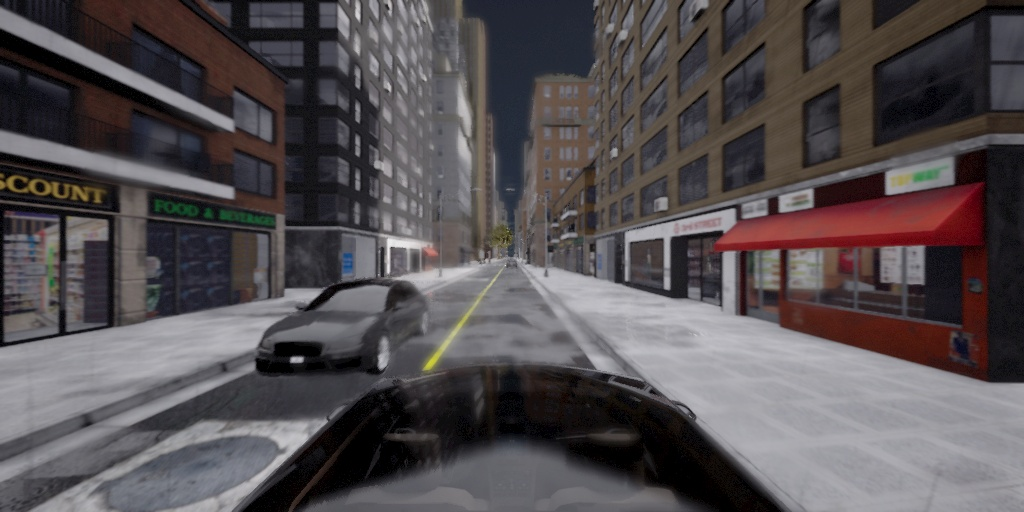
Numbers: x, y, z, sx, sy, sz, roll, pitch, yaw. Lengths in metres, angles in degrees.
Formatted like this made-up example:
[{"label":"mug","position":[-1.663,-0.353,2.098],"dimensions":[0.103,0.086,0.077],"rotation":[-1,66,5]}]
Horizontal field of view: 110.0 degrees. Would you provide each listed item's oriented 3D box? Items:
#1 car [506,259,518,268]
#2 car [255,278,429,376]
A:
[{"label":"car","position":[-0.015,1.266,61.100],"dimensions":[2.128,1.511,4.902],"rotation":[0,0,0]},{"label":"car","position":[-3.073,1.259,7.575],"dimensions":[1.837,1.490,4.892],"rotation":[0,-1,0]}]
